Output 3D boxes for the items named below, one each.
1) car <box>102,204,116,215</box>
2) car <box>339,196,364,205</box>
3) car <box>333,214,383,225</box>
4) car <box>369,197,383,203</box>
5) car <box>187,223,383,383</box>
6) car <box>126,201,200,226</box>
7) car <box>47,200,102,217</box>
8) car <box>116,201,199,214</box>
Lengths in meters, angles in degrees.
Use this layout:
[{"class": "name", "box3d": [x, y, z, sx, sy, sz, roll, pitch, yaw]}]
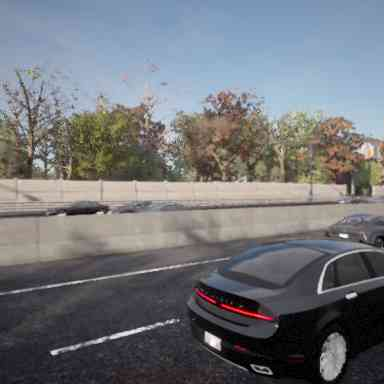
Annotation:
[{"class": "car", "box3d": [-4.297, 1.486, 26.719, 4.892, 1.490, 1.837, 0, 0, -35]}, {"class": "car", "box3d": [24.886, 1.429, 51.772, 4.902, 1.511, 2.128, 0, 0, -35]}, {"class": "car", "box3d": [7.064, 1.543, 13.082, 4.181, 1.385, 1.994, 0, 0, -35]}, {"class": "car", "box3d": [28.871, 1.483, 50.311, 5.357, 1.411, 2.033, 0, 0, -35]}, {"class": "car", "box3d": [2.215, 1.497, 5.325, 4.892, 1.490, 1.837, 0, 0, -35]}, {"class": "car", "box3d": [-2.027, 1.472, 24.040, 4.902, 1.511, 2.128, 0, 0, -35]}, {"class": "car", "box3d": [-9.253, 1.464, 27.474, 5.008, 1.535, 1.882, 0, 0, -36]}, {"class": "car", "box3d": [-1.691, 1.461, 19.982, 5.008, 1.535, 1.882, 0, 0, -35]}]
